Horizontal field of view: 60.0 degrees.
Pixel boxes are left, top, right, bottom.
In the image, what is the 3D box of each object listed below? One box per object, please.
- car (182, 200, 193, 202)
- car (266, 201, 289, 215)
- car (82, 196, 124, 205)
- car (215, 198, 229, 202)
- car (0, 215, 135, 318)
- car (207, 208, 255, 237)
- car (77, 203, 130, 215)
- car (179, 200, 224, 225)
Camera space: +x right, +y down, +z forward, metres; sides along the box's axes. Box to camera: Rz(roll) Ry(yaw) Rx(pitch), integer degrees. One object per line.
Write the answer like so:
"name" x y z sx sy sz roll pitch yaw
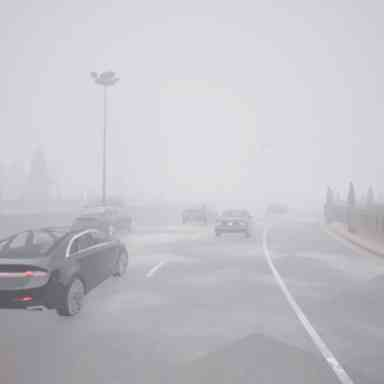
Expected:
"car" -0.767 2.090 61.244 1.994 1.385 4.181 0 -1 36
"car" 10.003 1.826 38.602 1.812 1.442 4.674 0 -1 27
"car" -8.461 1.413 31.638 2.150 2.045 5.566 0 -1 19
"car" 5.244 1.924 63.429 2.097 1.767 4.553 0 -1 39
"car" -2.879 1.519 7.527 2.128 1.511 4.902 0 0 5
"car" 2.526 1.668 19.057 2.033 1.411 5.357 0 0 14
"car" -4.710 1.598 18.435 1.837 1.490 4.892 0 0 11
"car" 0.703 1.653 25.269 2.128 1.511 4.902 0 0 17
